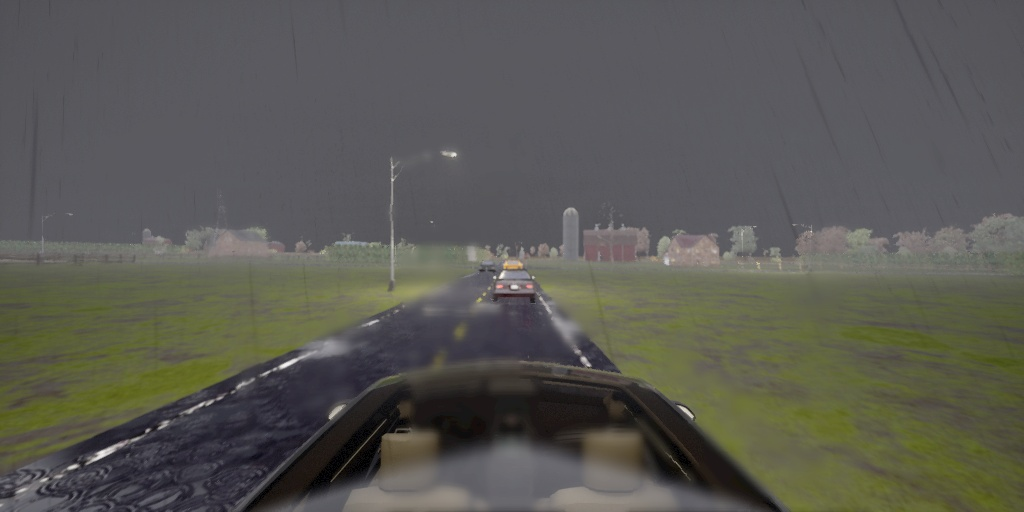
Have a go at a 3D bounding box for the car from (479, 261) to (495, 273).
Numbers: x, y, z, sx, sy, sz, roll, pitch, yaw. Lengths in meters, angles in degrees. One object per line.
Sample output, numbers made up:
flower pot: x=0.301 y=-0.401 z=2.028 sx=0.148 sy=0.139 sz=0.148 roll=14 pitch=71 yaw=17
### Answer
car: x=-2.791 y=1.243 z=42.423 sx=2.033 sy=1.411 sz=5.357 roll=0 pitch=0 yaw=0

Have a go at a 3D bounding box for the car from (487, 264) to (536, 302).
car: x=0.102 y=1.272 z=16.721 sx=2.033 sy=1.411 sz=5.357 roll=0 pitch=0 yaw=0

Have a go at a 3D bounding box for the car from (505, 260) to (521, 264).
car: x=0.108 y=1.179 z=35.778 sx=1.882 sy=1.535 sz=5.008 roll=0 pitch=0 yaw=0
